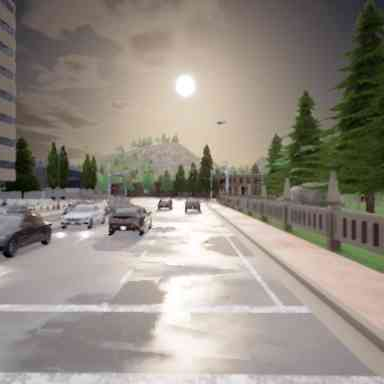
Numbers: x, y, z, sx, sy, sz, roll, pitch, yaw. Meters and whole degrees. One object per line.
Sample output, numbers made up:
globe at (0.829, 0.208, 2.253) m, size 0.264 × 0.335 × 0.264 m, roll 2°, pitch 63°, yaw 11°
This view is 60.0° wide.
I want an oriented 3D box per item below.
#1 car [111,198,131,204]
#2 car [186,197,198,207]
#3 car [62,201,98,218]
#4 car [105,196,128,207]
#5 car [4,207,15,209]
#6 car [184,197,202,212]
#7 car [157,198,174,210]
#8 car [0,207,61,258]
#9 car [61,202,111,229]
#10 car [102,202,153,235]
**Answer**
car at (-7.084, 1.391, 32.666) m, size 2.097 × 1.767 × 4.553 m, roll 0°, pitch 0°, yaw 0°
car at (-0.013, 1.559, 52.549) m, size 1.812 × 1.442 × 4.674 m, roll 0°, pitch 0°, yaw 0°
car at (-10.591, 1.608, 31.687) m, size 1.994 × 1.385 × 4.181 m, roll 0°, pitch 0°, yaw 0°
car at (-10.512, 1.293, 46.889) m, size 2.128 × 1.511 × 4.902 m, roll 0°, pitch 0°, yaw 0°
car at (-10.596, 1.604, 19.879) m, size 1.994 × 1.385 × 4.181 m, roll 0°, pitch 0°, yaw 0°
car at (0.088, 1.532, 39.322) m, size 1.837 × 1.490 × 4.892 m, roll 0°, pitch 0°, yaw 0°
car at (-3.490, 1.529, 44.317) m, size 2.128 × 1.511 × 4.902 m, roll 0°, pitch 0°, yaw 0°
car at (-7.093, 1.556, 13.109) m, size 1.812 × 1.442 × 4.674 m, roll 0°, pitch 0°, yaw 0°
car at (-7.091, 1.560, 22.127) m, size 1.812 × 1.442 × 4.674 m, roll 0°, pitch 0°, yaw 0°
car at (-3.406, 1.531, 18.904) m, size 1.837 × 1.490 × 4.892 m, roll 0°, pitch 0°, yaw 0°
